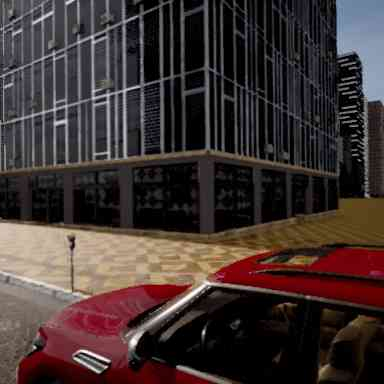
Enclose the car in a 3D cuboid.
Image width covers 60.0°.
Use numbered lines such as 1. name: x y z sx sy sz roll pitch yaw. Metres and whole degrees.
1. car: 0.894 1.316 2.251 5.009 1.841 2.192 0 -1 36
